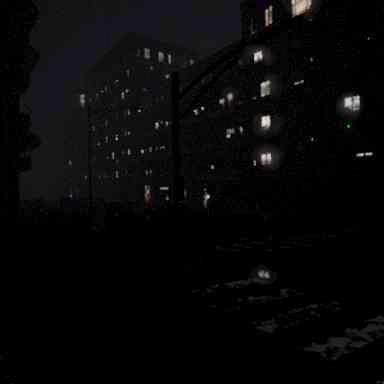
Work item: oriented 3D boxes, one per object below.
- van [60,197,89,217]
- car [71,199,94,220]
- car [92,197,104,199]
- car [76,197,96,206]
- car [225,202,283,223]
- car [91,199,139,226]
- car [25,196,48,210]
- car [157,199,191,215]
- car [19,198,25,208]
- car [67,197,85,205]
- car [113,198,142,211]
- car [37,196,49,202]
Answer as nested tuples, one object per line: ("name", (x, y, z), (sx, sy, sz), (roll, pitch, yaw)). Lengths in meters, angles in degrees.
("van", (-11.916, 1.464, 33.199), (1.690, 1.788, 3.998), (-1, 1, -36))
("car", (-8.597, 1.633, 28.560), (1.752, 1.417, 4.829), (-1, 1, -36))
("car", (-14.750, 1.466, 51.579), (1.967, 1.590, 4.097), (-1, 1, -36))
("car", (-17.966, 1.608, 56.083), (1.947, 1.339, 4.313), (-1, 1, -36))
("car", (4.458, 1.461, 24.702), (1.752, 1.417, 4.829), (-1, 1, -36))
("car", (-5.480, 1.533, 24.195), (1.967, 1.590, 4.097), (-1, 1, -36))
("car", (-21.568, 1.609, 46.708), (1.967, 1.590, 4.097), (-1, 1, -36))
("car", (-1.879, 1.405, 33.568), (1.967, 1.590, 4.097), (-1, 1, -36))
("car", (-24.783, 1.751, 51.212), (1.947, 1.339, 4.313), (-1, 1, -36))
("car", (-21.184, 1.609, 60.586), (2.008, 1.369, 4.403), (-1, 1, -36))
("car", (-8.313, 1.545, 42.575), (2.008, 1.369, 4.403), (-1, 1, -36))
("car", (-37.272, 1.693, 83.100), (1.887, 1.381, 4.507), (-1, 1, -36))
